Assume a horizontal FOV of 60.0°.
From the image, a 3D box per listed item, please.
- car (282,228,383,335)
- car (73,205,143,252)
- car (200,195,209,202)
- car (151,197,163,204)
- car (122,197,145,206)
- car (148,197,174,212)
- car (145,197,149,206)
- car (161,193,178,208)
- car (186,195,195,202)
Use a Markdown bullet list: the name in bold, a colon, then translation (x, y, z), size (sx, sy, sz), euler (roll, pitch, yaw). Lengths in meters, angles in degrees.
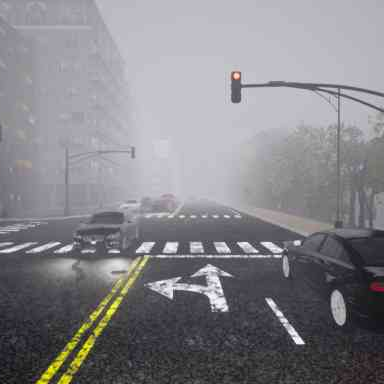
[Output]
- **car**: translation (3.326, 1.477, 6.891), size (1.882, 1.535, 5.008), euler (0, 0, 0)
- **car**: translation (-3.412, 1.513, 13.902), size (1.837, 1.490, 4.892), euler (0, 0, 0)
- **car**: translation (2.934, 1.558, 78.585), size (2.128, 1.511, 4.902), euler (0, 0, 0)
- **car**: translation (-6.794, 1.622, 64.983), size (1.895, 1.301, 4.718), euler (0, 0, 0)
- **car**: translation (-6.749, 1.530, 37.201), size (1.812, 1.442, 4.674), euler (0, 0, 0)
- **car**: translation (-3.493, 1.569, 37.826), size (1.994, 1.385, 4.181), euler (0, 0, 1)
- **car**: translation (-6.796, 1.488, 49.788), size (1.882, 1.535, 5.008), euler (0, 0, 0)
- **car**: translation (-3.542, 1.232, 48.648), size (2.150, 2.045, 5.566), euler (0, 0, 0)
- **car**: translation (-0.317, 1.388, 78.432), size (2.097, 1.767, 4.553), euler (0, 0, 0)
